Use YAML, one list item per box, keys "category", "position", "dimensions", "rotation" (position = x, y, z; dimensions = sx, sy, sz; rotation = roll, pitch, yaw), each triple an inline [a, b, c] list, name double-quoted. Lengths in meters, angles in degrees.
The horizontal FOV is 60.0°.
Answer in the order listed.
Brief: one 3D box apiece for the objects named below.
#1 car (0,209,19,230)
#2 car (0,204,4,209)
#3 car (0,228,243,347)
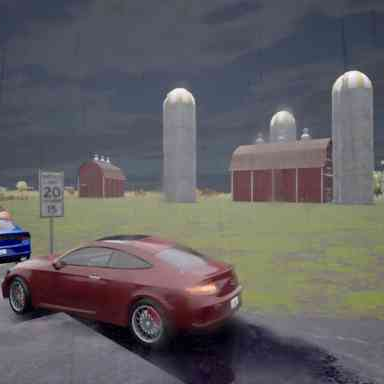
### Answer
- category: "car"
  position: [-6.957, 1.481, 10.741]
  dimensions: [5.008, 1.535, 1.882]
  rotation: [0, 0, 43]
- category: "car"
  position: [-12.076, 1.356, 17.809]
  dimensions: [4.553, 1.767, 2.097]
  rotation: [0, 0, 14]
- category: "car"
  position: [-1.398, 1.529, 6.173]
  dimensions: [4.674, 1.442, 1.812]
  rotation: [0, 0, 27]
